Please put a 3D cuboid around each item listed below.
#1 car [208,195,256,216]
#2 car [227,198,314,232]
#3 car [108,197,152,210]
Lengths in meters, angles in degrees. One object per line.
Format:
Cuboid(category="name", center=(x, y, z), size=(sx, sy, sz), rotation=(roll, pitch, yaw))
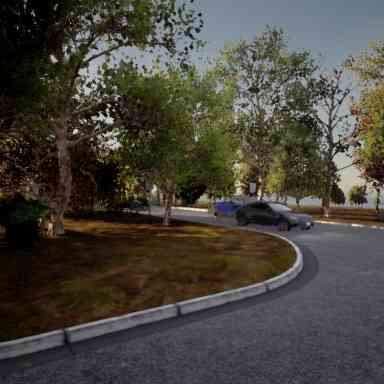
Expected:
Cuboid(category="car", center=(3.269, 1.030, 25.329), size=(2.097, 1.767, 4.553), rotation=(1, 0, -36))
Cuboid(category="car", center=(4.292, 1.243, 18.001), size=(1.812, 1.442, 4.674), rotation=(1, 0, -36))
Cuboid(category="car", center=(-5.908, 0.786, 31.534), size=(4.553, 1.767, 2.097), rotation=(2, 1, 39))
